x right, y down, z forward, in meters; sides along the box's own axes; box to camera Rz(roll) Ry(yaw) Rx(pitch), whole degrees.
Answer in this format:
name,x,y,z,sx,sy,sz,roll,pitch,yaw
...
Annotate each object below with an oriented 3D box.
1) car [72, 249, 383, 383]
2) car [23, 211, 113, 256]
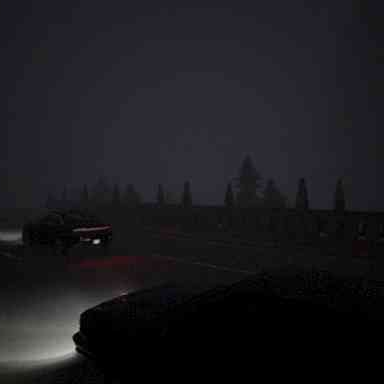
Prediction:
name,x,y,z,sx,sy,sz,roll,pitch,yaw
car,1.085,1.556,3.313,5.357,1.411,2.033,0,0,37
car,-5.053,1.498,13.204,4.902,1.511,2.128,0,0,44
